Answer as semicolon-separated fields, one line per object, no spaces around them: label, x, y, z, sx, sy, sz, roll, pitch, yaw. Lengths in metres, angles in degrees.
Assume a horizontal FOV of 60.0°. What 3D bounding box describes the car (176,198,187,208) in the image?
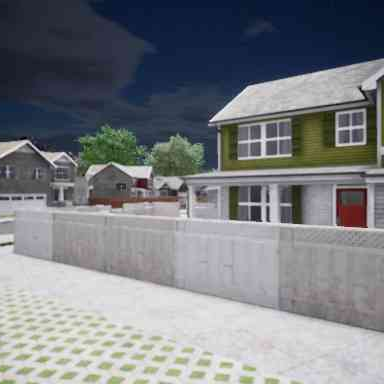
car;-0.771;1.619;46.519;2.128;1.511;4.902;0;0;21
